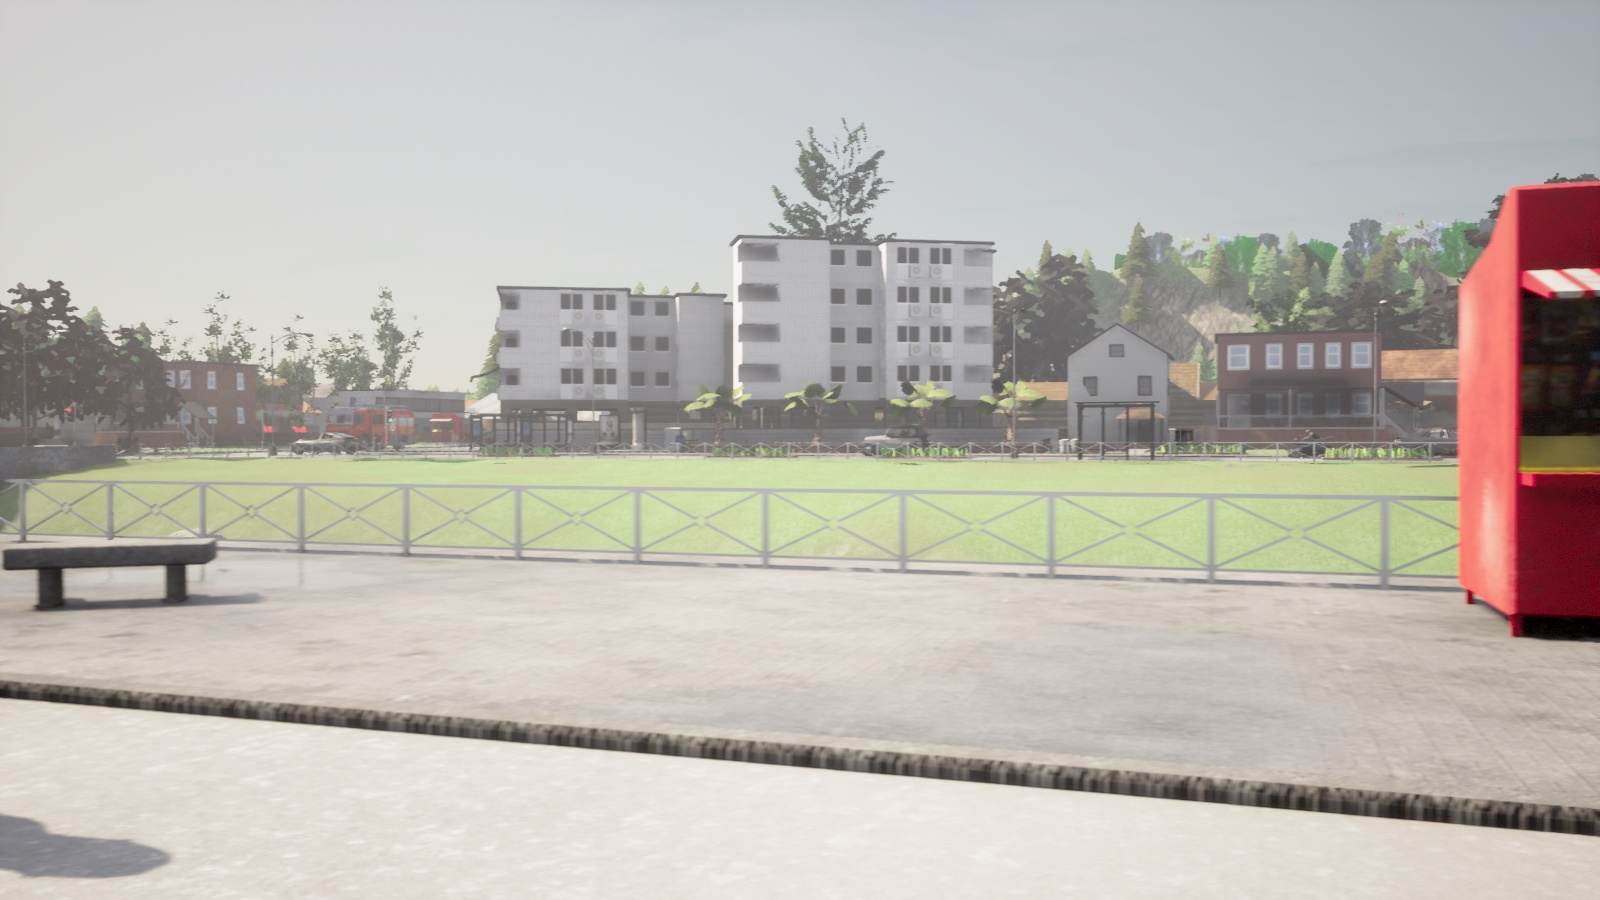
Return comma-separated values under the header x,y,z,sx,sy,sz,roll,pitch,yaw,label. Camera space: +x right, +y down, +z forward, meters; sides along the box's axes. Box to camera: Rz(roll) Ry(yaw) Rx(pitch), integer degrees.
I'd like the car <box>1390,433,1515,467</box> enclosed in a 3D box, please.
x,y,z,sx,sy,sz,roll,pitch,yaw,label
30.349,-0.041,58.604,4.902,1.511,2.128,1,1,19,car

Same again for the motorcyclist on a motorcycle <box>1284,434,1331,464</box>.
x,y,z,sx,sy,sz,roll,pitch,yaw,label
25.965,-0.070,64.302,2.191,1.530,0.866,1,1,19,motorcyclist on a motorcycle

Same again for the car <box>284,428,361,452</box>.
x,y,z,sx,sy,sz,roll,pitch,yaw,label
-31.843,-0.688,83.751,4.514,1.525,2.007,1,1,18,car

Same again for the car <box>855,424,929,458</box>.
x,y,z,sx,sy,sz,roll,pitch,yaw,label
5.227,-0.499,71.281,3.866,1.878,1.905,1,1,19,car
